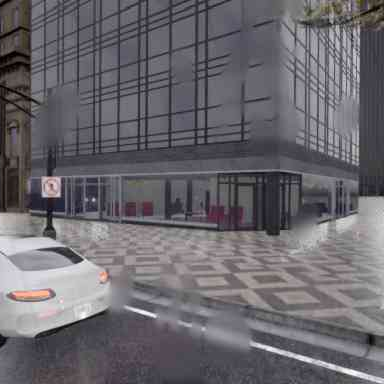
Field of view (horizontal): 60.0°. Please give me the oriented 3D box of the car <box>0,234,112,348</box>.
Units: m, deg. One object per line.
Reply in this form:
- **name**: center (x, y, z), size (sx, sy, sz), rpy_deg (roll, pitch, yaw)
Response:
- **car**: center (-3.453, 1.524, 6.143), size (4.674, 1.442, 1.812), rpy_deg (0, 0, 35)
